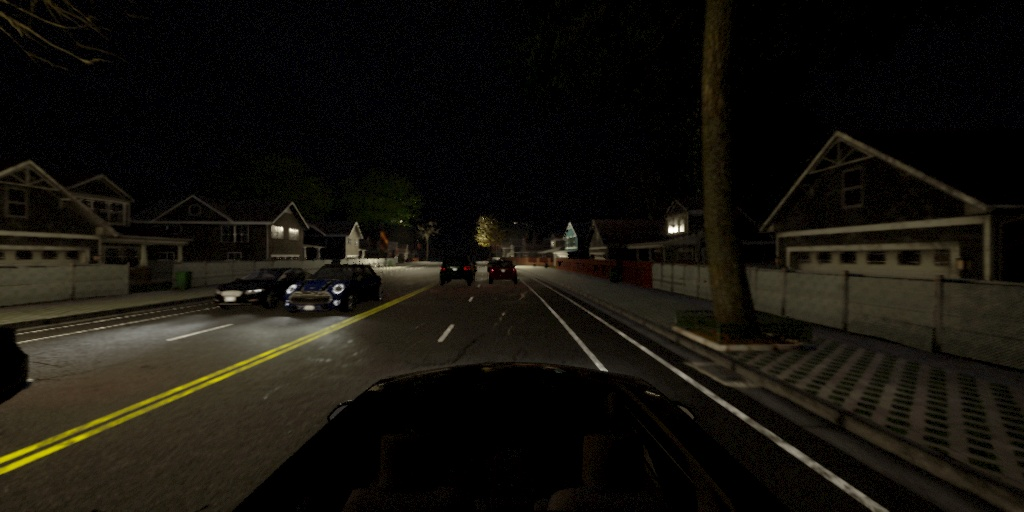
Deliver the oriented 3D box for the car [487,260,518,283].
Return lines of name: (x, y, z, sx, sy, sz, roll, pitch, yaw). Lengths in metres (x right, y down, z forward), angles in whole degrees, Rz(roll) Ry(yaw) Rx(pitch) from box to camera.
car: (-0.740, 1.105, 27.942, 2.097, 1.767, 4.553, 0, 0, -3)

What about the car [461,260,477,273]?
car: (-5.323, 1.299, 44.957, 1.812, 1.442, 4.674, 0, 0, -5)

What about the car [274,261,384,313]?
car: (-6.706, 1.110, 14.011, 2.097, 1.767, 4.553, 0, 0, -1)

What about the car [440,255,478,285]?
car: (-3.883, 0.979, 26.085, 2.150, 2.045, 5.566, 0, 0, -3)

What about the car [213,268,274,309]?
car: (-9.968, 1.255, 15.036, 2.128, 1.511, 4.902, 0, 0, -2)

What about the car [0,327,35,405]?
car: (-6.627, 1.251, 2.123, 2.128, 1.511, 4.902, 0, 0, 0)
